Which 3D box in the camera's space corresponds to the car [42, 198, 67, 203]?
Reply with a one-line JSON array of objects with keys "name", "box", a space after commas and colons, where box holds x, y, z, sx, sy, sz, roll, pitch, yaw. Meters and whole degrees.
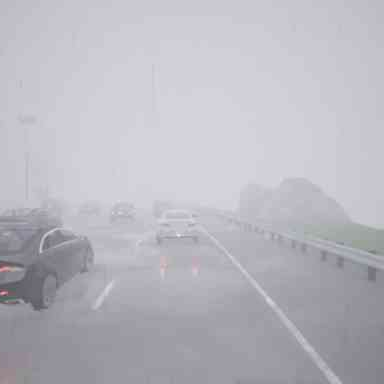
[{"name": "car", "box": [-13.734, 1.391, 33.265, 2.097, 1.767, 4.553, 0, 0, -11]}]

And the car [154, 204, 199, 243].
[{"name": "car", "box": [-0.742, 1.533, 16.044, 1.812, 1.442, 4.674, 0, 0, -5]}]

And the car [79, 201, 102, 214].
[{"name": "car", "box": [-10.285, 1.596, 33.849, 1.994, 1.385, 4.181, 0, 0, -11]}]

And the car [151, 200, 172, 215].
[{"name": "car", "box": [-2.920, 1.509, 32.564, 2.128, 1.511, 4.902, 0, 0, -9]}]

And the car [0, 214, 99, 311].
[{"name": "car", "box": [-3.696, 1.502, 7.731, 2.128, 1.511, 4.902, 0, 0, -3]}]

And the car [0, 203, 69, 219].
[{"name": "car", "box": [-7.772, 1.513, 16.020, 2.128, 1.511, 4.902, 0, 0, -5]}]

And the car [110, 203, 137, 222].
[{"name": "car", "box": [-5.504, 1.568, 26.792, 2.033, 1.411, 5.357, 0, 0, -8]}]
